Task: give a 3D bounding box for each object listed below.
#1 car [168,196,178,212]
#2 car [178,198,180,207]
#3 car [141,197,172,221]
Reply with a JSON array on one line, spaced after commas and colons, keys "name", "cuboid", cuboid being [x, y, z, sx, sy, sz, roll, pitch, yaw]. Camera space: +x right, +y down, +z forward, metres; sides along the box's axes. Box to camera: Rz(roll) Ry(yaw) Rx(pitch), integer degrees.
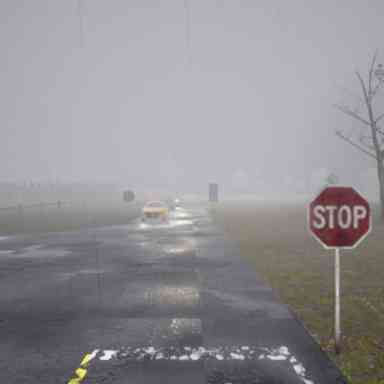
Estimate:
[{"name": "car", "cuboid": [-2.942, 1.498, 39.399, 1.837, 1.490, 4.892, 0, 0, 0]}, {"name": "car", "cuboid": [-2.955, 1.338, 50.512, 2.097, 1.767, 4.553, 0, 0, 0]}, {"name": "car", "cuboid": [-2.917, 1.475, 27.005, 1.882, 1.535, 5.008, 0, 0, 0]}]
